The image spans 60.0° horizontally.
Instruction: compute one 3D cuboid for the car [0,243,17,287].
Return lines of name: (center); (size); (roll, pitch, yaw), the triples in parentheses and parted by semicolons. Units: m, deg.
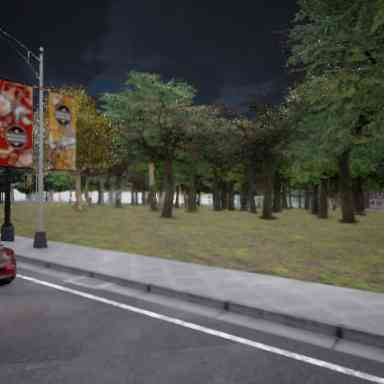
car: (-5.995, 1.501, 7.961); (4.674, 1.442, 1.812); (0, 0, 35)
